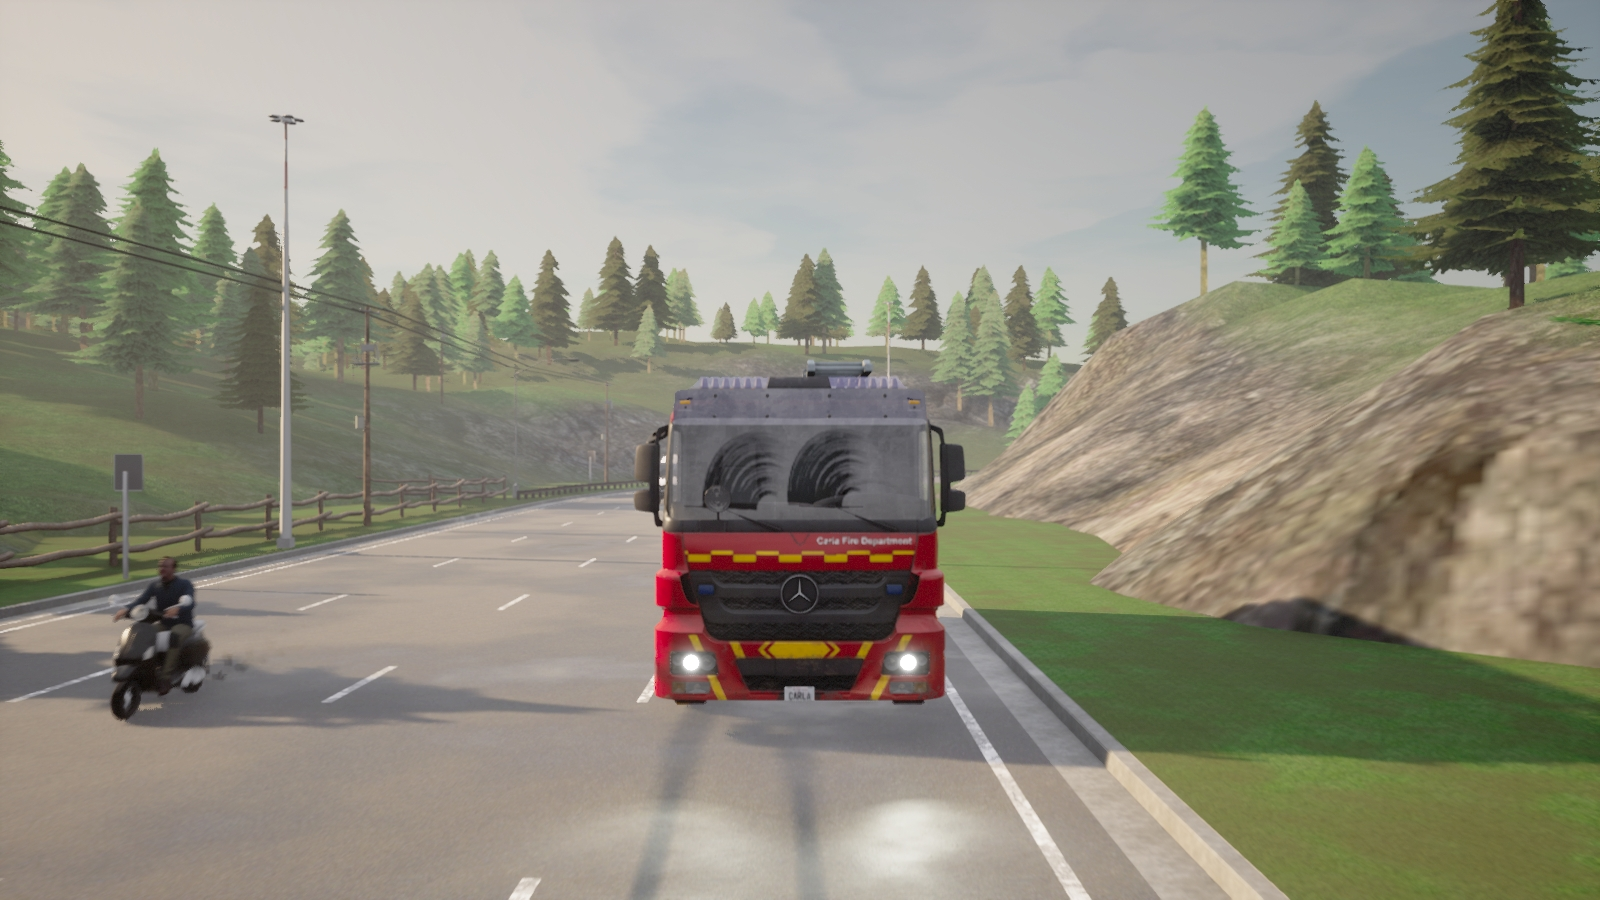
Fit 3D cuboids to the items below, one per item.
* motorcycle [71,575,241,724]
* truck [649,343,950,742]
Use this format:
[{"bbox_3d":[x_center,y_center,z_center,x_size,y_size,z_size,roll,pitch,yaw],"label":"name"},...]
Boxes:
[{"bbox_3d":[-6.997,2.135,12.532,0.856,1.316,1.805,0,0,0],"label":"motorcycle"},{"bbox_3d":[-0.006,0.881,15.199,2.891,3.827,8.468,0,0,0],"label":"truck"}]
